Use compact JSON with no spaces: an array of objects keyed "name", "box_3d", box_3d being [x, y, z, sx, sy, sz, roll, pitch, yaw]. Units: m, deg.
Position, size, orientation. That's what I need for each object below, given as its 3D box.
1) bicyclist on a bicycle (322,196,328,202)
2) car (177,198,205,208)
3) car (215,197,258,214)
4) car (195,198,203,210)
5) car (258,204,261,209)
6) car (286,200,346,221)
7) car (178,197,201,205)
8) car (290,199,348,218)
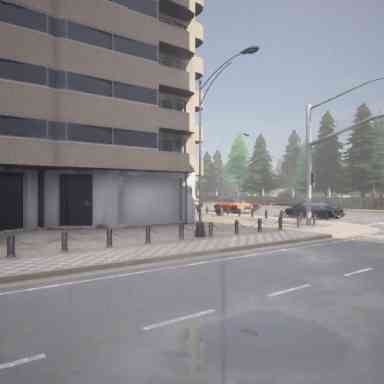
[{"name":"bicyclist on a bicycle","box_3d":[17.332,1.353,43.463,1.656,1.620,0.582,0,0,-36]},{"name":"car","box_3d":[-0.193,1.618,49.003,1.994,1.385,4.181,0,0,-36]},{"name":"car","box_3d":[4.565,1.405,36.406,2.097,1.767,4.553,0,0,-36]},{"name":"car","box_3d":[-0.955,1.531,44.072,1.882,1.535,5.008,0,0,-36]},{"name":"car","box_3d":[6.028,1.654,40.359,1.895,1.301,4.718,0,0,-36]},{"name":"car","box_3d":[10.430,1.655,28.276,1.895,1.301,4.718,0,0,-36]},{"name":"car","box_3d":[-0.502,1.579,61.710,1.812,1.442,4.674,0,0,-36]},{"name":"car","box_3d":[12.101,1.531,31.942,1.882,1.535,5.008,0,0,-36]}]
